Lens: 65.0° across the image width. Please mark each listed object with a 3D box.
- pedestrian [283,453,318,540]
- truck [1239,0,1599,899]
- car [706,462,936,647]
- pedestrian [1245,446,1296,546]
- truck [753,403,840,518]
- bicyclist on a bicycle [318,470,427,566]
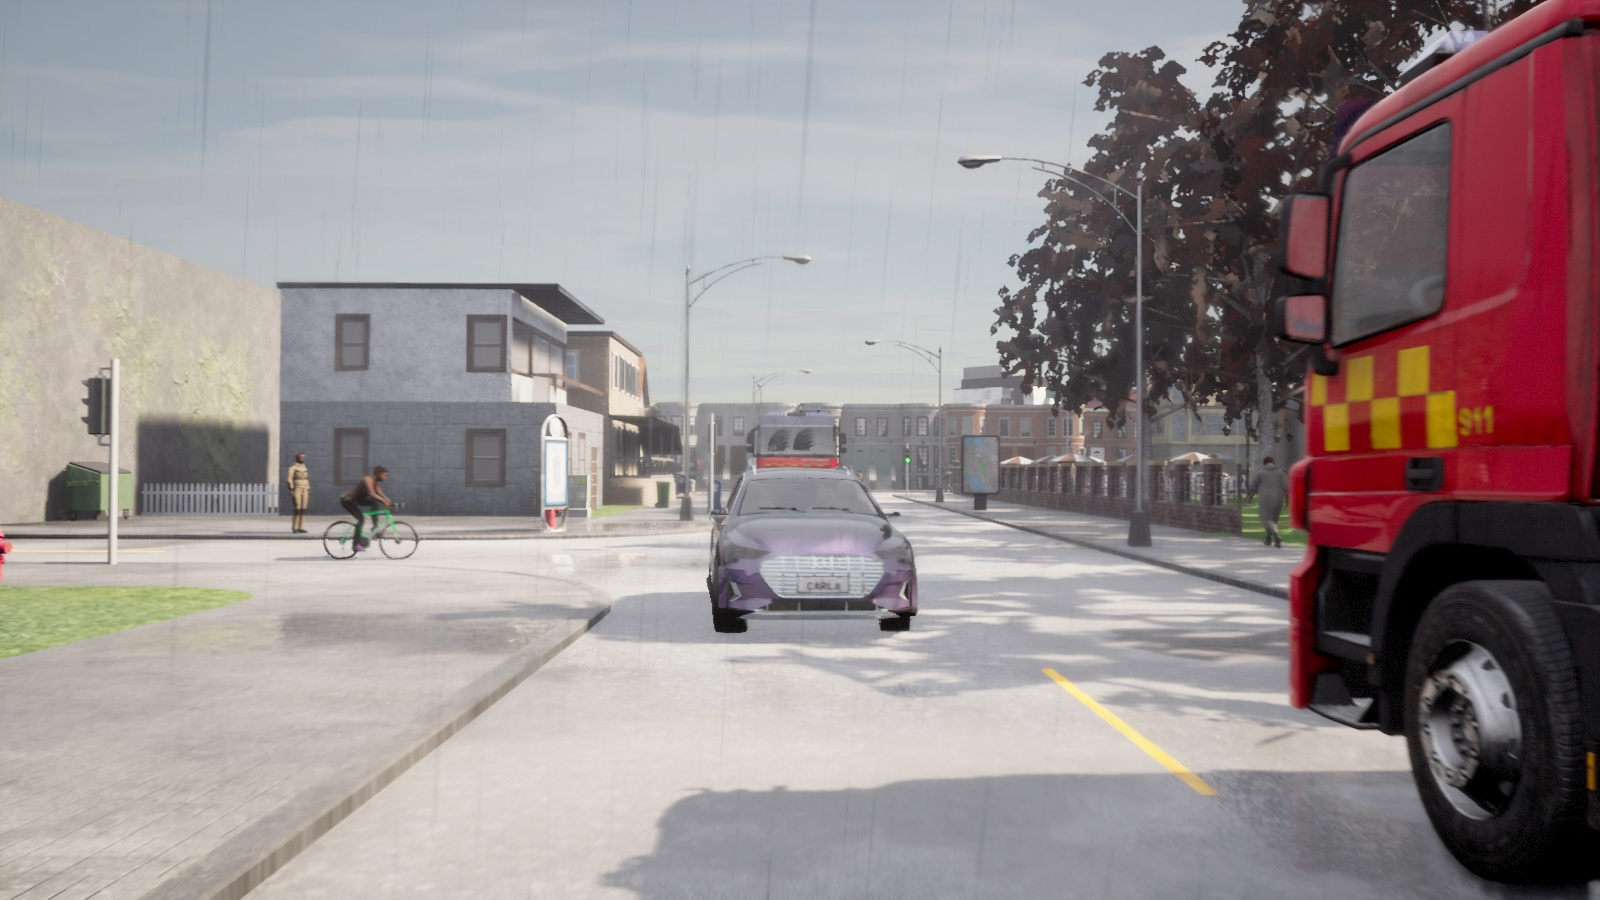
[{"bbox_3d":[-11.282,1.044,28.358,0.692,1.930,0.396,-1,-1,33],"label":"pedestrian"},{"bbox_3d":[4.095,-0.321,2.699,2.891,3.827,8.468,0,-1,-3],"label":"truck"},{"bbox_3d":[0.013,0.974,13.707,2.033,1.649,4.856,0,-1,-5],"label":"car"},{"bbox_3d":[9.300,0.903,24.829,0.659,1.952,0.873,0,-1,0],"label":"pedestrian"},{"bbox_3d":[-0.117,0.421,46.030,2.891,3.827,8.468,0,-1,0],"label":"truck"},{"bbox_3d":[-7.350,1.159,21.626,1.656,1.620,0.582,0,-1,0],"label":"bicyclist on a bicycle"}]
